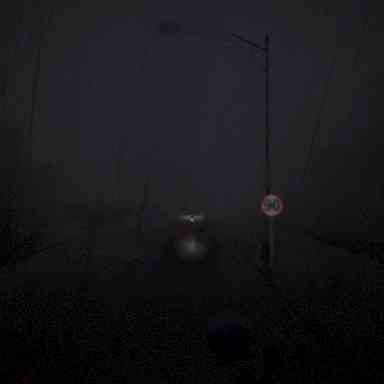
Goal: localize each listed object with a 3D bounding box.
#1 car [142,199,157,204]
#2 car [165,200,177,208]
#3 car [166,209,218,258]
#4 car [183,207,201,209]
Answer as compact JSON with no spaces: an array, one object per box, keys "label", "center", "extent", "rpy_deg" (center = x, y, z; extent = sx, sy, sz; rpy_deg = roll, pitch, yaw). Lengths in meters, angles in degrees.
[{"label":"car","center":[-10.345,2.401,83.684],"extent":[5.357,1.415,2.033],"rpy_deg":[1,-1,-40]},{"label":"car","center":[-4.041,2.255,64.516],"extent":[1.812,1.442,4.674],"rpy_deg":[0,-1,1]},{"label":"car","center":[0.013,1.647,13.478],"extent":[2.128,1.511,4.902],"rpy_deg":[0,-1,0]},{"label":"car","center":[0.006,1.921,28.221],"extent":[1.895,1.301,4.718],"rpy_deg":[0,-1,0]}]
